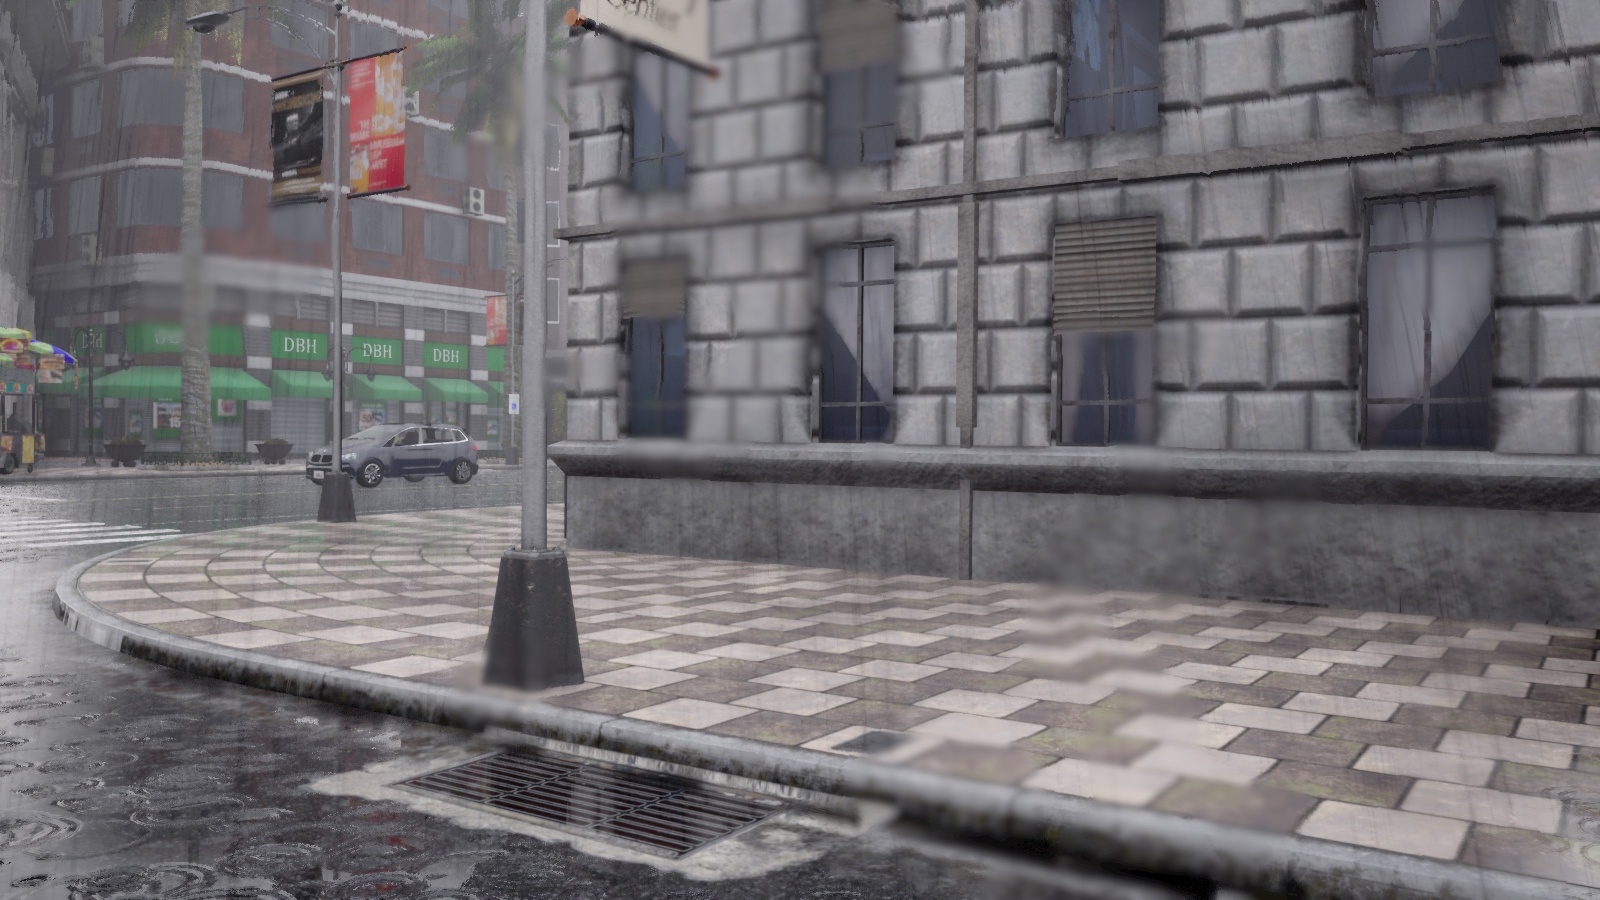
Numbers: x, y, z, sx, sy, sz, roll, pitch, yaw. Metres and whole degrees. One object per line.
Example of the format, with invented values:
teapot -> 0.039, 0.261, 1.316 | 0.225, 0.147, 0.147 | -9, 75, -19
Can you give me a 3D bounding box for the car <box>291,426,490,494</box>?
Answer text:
car -> -10.804, 0.217, 33.415 | 2.242, 1.667, 4.611 | 0, 1, 34
